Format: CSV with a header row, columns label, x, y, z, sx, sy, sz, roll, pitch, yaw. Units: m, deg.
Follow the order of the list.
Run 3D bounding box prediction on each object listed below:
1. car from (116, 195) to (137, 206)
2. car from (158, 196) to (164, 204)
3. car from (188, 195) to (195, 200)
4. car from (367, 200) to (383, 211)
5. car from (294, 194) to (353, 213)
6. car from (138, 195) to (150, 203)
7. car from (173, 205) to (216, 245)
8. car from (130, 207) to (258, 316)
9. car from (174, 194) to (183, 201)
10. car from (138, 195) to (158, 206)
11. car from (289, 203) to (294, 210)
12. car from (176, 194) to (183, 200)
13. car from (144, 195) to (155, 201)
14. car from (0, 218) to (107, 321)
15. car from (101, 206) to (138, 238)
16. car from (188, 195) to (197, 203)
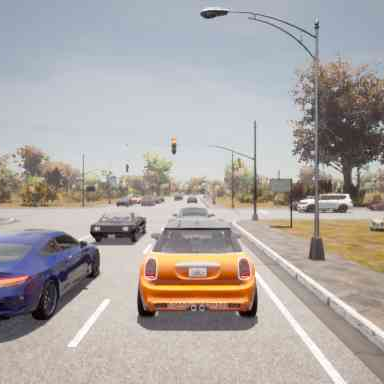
label,x,y,z,sx,sy,sz,roll,pitch,yaw
car,-10.636,1.545,53.035,2.033,1.411,5.357,0,0,1
car,-7.083,1.475,63.824,1.882,1.535,5.008,0,0,0
car,-0.007,1.591,94.786,1.895,1.301,4.718,0,0,1
car,22.959,1.554,39.160,4.181,1.385,1.994,0,0,3
car,14.447,1.220,36.110,5.566,2.045,2.150,0,0,3
car,-10.539,1.475,72.854,1.882,1.535,5.008,0,0,0
car,0.091,1.504,16.605,1.837,1.490,4.892,0,0,0
car,0.096,1.352,7.647,2.097,1.767,4.553,0,0,0
car,-3.541,1.489,84.617,1.837,1.490,4.892,0,0,0
car,-7.109,1.503,54.190,1.837,1.490,4.892,0,0,1
car,14.064,1.503,39.639,4.892,1.490,1.837,0,0,3
car,-3.505,1.370,95.025,1.812,1.442,4.674,0,0,1
car,-10.542,1.522,83.190,2.128,1.511,4.902,0,0,0
car,-3.404,1.525,7.180,1.812,1.442,4.674,0,0,0
car,-3.409,1.600,16.338,1.895,1.301,4.718,0,0,0
car,0.062,1.561,69.636,1.994,1.385,4.181,0,0,0
